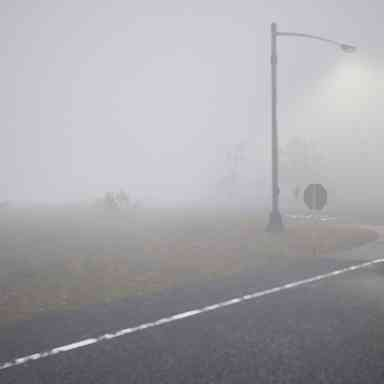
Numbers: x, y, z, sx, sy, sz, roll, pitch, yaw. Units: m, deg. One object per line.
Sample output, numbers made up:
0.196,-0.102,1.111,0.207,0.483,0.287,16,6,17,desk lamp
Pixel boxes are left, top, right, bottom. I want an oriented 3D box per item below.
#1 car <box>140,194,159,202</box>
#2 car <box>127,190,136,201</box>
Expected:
-7.102,0.986,55.090,1.994,1.385,4.181,-1,1,-33,car
-12.656,0.616,63.422,2.150,2.045,5.566,-1,1,-34,car
